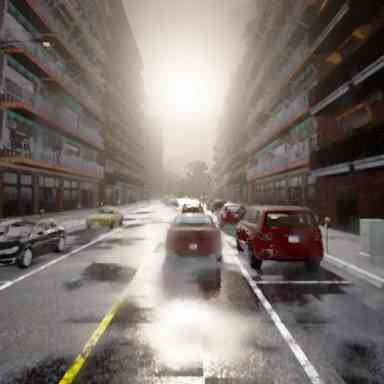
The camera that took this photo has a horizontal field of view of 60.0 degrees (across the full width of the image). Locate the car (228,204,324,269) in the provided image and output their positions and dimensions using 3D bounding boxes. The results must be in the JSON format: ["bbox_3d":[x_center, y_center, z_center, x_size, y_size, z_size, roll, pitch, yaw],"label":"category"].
[{"bbox_3d":[2.698,1.345,11.192,2.192,1.841,5.009,1,0,0],"label":"car"}]

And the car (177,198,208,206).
[{"bbox_3d":[0.056,1.571,29.146,2.128,1.511,4.902,0,0,0],"label":"car"}]

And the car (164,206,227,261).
[{"bbox_3d":[0.055,1.511,12.513,1.882,1.535,5.008,0,0,0],"label":"car"}]

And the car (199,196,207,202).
[{"bbox_3d":[2.731,1.804,84.216,1.947,1.339,4.313,1,0,0],"label":"car"}]

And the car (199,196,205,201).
[{"bbox_3d":[2.792,1.796,94.881,1.752,1.417,4.829,1,0,0],"label":"car"}]

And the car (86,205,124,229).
[{"bbox_3d":[-5.690,1.585,22.187,1.752,1.417,4.829,1,0,0],"label":"car"}]

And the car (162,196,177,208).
[{"bbox_3d":[-3.100,1.707,52.092,1.994,1.385,4.181,0,0,0],"label":"car"}]

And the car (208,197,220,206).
[{"bbox_3d":[3.127,1.611,39.022,1.837,1.490,4.892,0,0,0],"label":"car"}]

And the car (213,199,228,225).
[{"bbox_3d":[2.691,1.500,22.327,1.967,1.590,4.097,1,0,0],"label":"car"}]

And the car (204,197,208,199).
[{"bbox_3d":[3.091,1.479,45.993,2.097,1.767,4.553,0,0,0],"label":"car"}]

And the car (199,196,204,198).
[{"bbox_3d":[2.677,1.713,67.041,1.752,1.417,4.829,1,0,0],"label":"car"}]

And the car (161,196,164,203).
[{"bbox_3d":[-5.732,1.643,72.467,1.967,1.590,4.097,1,0,0],"label":"car"}]

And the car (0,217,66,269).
[{"bbox_3d":[-5.685,1.581,11.220,2.008,1.369,4.403,1,0,0],"label":"car"}]
